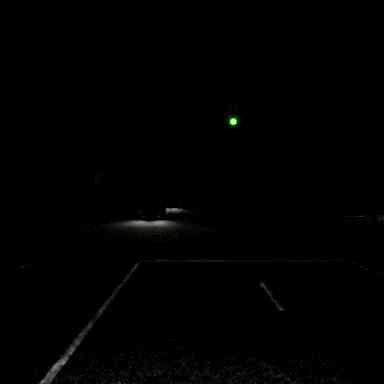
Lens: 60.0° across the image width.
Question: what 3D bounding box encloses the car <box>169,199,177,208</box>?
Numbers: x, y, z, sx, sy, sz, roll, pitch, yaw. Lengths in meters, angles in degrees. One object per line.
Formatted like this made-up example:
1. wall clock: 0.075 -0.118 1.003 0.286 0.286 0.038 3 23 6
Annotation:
1. car: -3.528 1.864 55.986 1.895 1.301 4.718 0 0 -1

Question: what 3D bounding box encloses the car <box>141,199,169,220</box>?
1. car: -3.504 1.687 30.620 1.882 1.535 5.008 0 0 0
